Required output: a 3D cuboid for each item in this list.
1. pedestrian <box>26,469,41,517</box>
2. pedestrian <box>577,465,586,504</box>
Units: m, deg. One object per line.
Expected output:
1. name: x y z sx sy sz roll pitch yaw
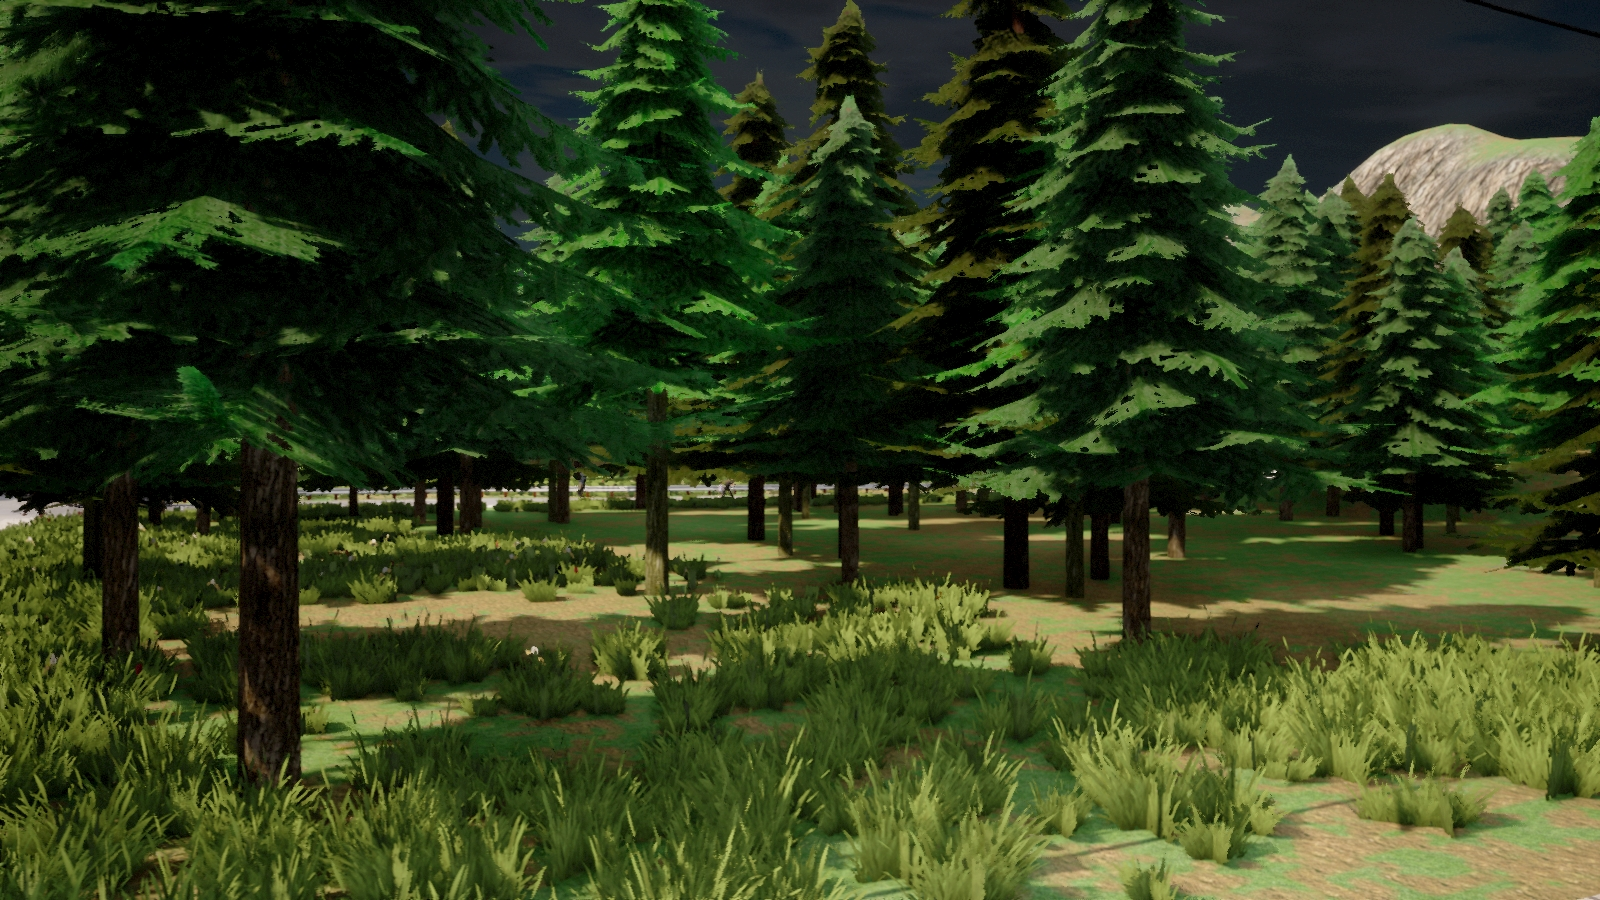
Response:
1. pedestrian: -30.085 1.693 44.851 0.375 1.860 0.375 0 0 -12
2. pedestrian: -10.651 1.671 55.712 0.375 1.860 0.375 0 0 -21
